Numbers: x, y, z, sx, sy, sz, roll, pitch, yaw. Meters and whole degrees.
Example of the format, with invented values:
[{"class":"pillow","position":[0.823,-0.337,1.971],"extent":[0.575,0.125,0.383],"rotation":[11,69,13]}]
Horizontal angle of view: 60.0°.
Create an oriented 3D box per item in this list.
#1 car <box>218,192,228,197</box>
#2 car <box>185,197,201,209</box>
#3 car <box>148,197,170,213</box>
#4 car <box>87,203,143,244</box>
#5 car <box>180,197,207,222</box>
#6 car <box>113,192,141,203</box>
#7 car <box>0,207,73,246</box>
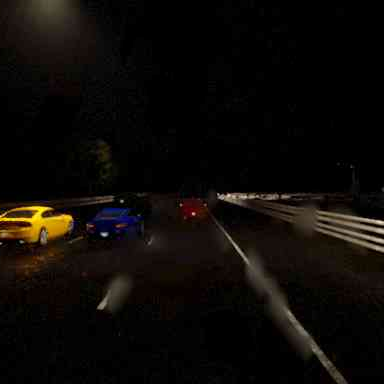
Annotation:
[{"class":"car","position":[7.908,0.832,85.269],"extent":[2.128,1.511,4.902],"rotation":[0,0,-11]},{"class":"car","position":[0.114,1.343,42.196],"extent":[1.895,1.301,4.718],"rotation":[0,0,0]},{"class":"car","position":[-3.391,1.289,34.392],"extent":[2.128,1.511,4.902],"rotation":[0,0,0]},{"class":"car","position":[-3.396,1.441,15.196],"extent":[1.812,1.442,4.674],"rotation":[0,0,0]},{"class":"car","position":[0.109,1.336,25.079],"extent":[1.882,1.535,5.008],"rotation":[0,0,0]},{"class":"car","position":[-6.890,1.013,35.398],"extent":[2.150,2.045,5.566],"rotation":[0,0,0]},{"class":"car","position":[-6.897,1.396,14.762],"extent":[1.882,1.535,5.008],"rotation":[0,0,0]}]
